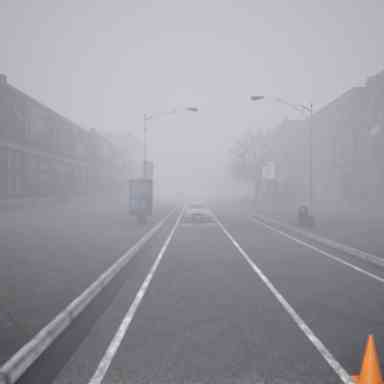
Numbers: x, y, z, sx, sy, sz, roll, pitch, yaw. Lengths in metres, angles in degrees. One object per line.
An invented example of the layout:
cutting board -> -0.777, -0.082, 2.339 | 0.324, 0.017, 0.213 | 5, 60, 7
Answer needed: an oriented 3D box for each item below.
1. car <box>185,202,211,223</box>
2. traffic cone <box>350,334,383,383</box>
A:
car -> 0.438, 1.497, 25.645 | 1.812, 1.442, 4.674 | 0, 0, 0
traffic cone -> 2.088, 1.961, 3.887 | 0.340, 0.580, 0.340 | 0, 0, 0
